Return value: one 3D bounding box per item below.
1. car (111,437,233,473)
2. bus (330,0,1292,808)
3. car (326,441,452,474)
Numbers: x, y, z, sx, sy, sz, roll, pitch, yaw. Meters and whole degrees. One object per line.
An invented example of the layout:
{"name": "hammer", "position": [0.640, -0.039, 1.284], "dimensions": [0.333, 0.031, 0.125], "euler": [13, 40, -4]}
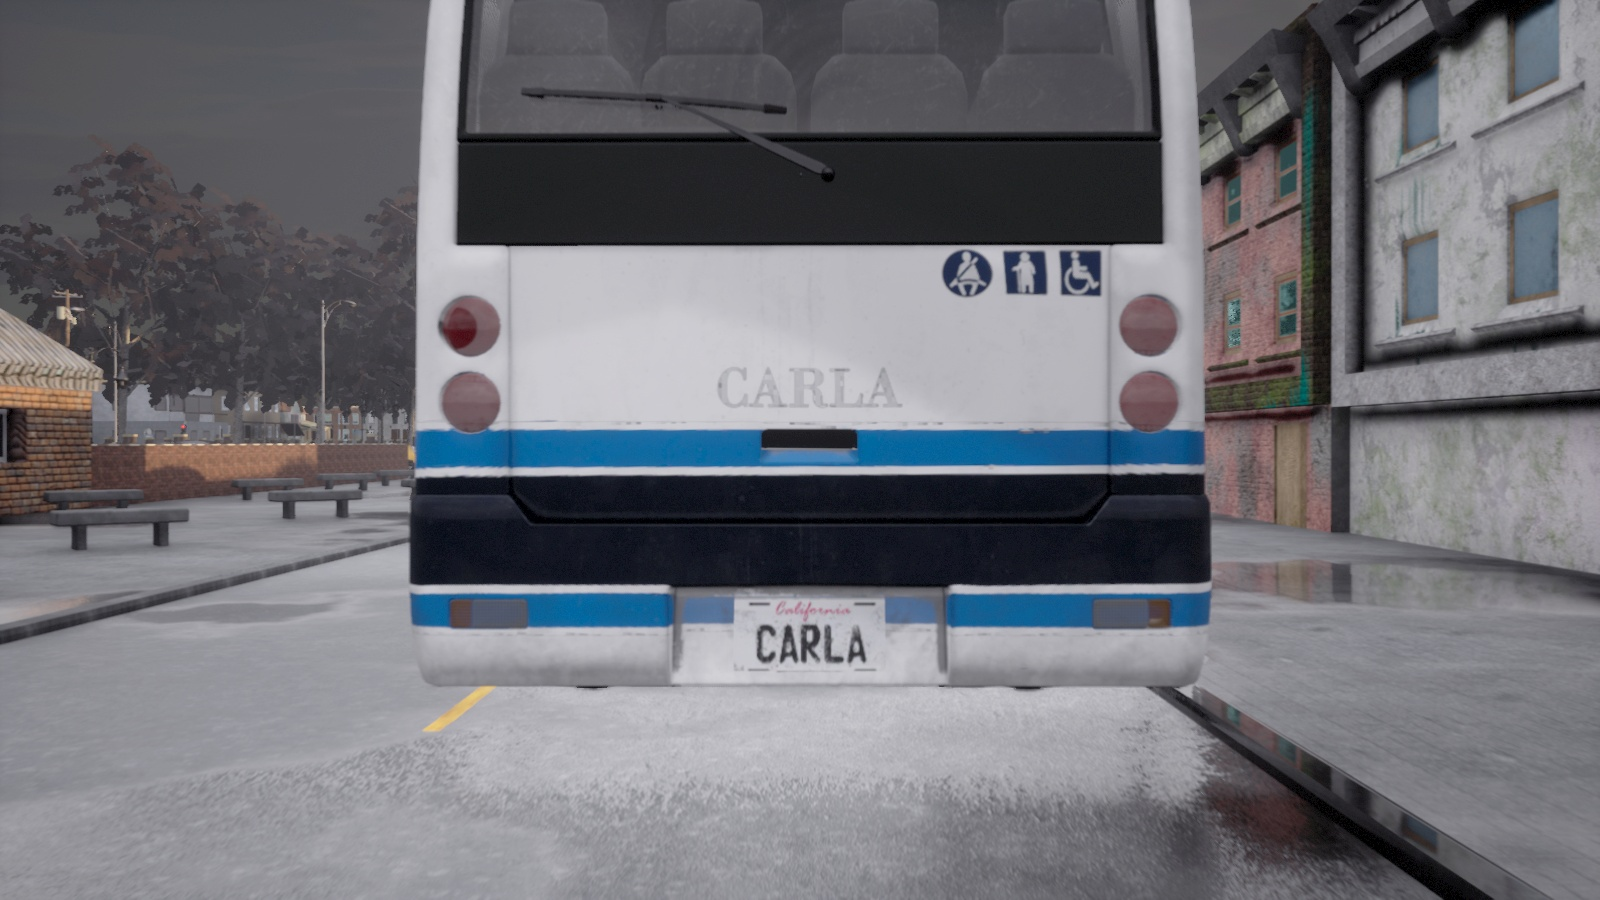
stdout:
{"name": "car", "position": [-29.643, 0.246, 59.400], "dimensions": [4.611, 1.667, 2.242], "euler": [0, 0, -2]}
{"name": "bus", "position": [0.074, -0.685, 10.292], "dimensions": [3.944, 4.253, 10.273], "euler": [0, 0, 0]}
{"name": "car", "position": [-19.375, 0.349, 59.402], "dimensions": [5.366, 1.575, 1.801], "euler": [0, 0, -2]}
